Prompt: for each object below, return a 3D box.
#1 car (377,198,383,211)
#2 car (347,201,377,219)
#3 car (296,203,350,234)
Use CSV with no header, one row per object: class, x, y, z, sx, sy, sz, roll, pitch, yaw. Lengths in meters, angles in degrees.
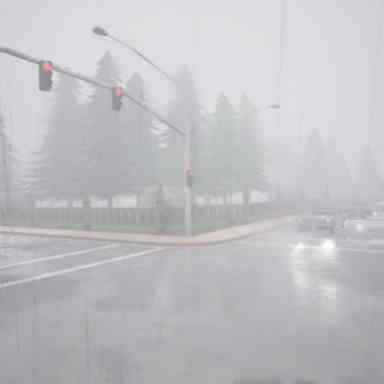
car,20.504,1.285,34.337,4.674,1.442,1.812,-1,-1,-37
car,13.430,1.435,27.273,1.994,1.385,4.181,-2,-1,39
car,7.558,1.549,19.225,1.895,1.301,4.718,-2,0,34
